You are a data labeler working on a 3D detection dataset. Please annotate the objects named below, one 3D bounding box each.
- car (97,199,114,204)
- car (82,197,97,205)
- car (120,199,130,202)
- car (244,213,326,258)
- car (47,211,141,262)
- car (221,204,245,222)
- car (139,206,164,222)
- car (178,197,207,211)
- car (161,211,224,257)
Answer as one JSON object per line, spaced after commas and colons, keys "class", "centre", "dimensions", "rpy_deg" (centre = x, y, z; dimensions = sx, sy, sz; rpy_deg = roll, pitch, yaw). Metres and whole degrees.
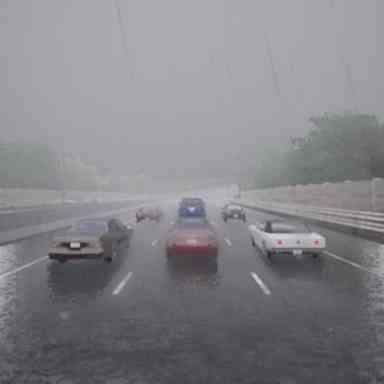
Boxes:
{"class": "car", "centre": [-16.684, 2.084, 65.801], "dimensions": [1.994, 1.385, 4.181], "rpy_deg": [0, 0, 2]}
{"class": "car", "centre": [-20.183, 1.881, 65.895], "dimensions": [2.097, 1.767, 4.553], "rpy_deg": [0, -1, 2]}
{"class": "car", "centre": [-13.197, 2.129, 65.544], "dimensions": [1.895, 1.301, 4.718], "rpy_deg": [0, -1, 2]}
{"class": "car", "centre": [3.507, 1.720, 13.239], "dimensions": [1.895, 1.301, 4.718], "rpy_deg": [0, 0, 0]}
{"class": "car", "centre": [-3.500, 1.660, 12.510], "dimensions": [2.033, 1.411, 5.357], "rpy_deg": [0, 0, 0]}
{"class": "car", "centre": [3.542, 1.764, 28.851], "dimensions": [1.812, 1.442, 4.674], "rpy_deg": [0, 0, 1]}
{"class": "car", "centre": [-3.473, 1.834, 28.211], "dimensions": [1.895, 1.301, 4.718], "rpy_deg": [0, 0, 1]}
{"class": "car", "centre": [0.016, 1.453, 27.524], "dimensions": [2.150, 2.045, 5.566], "rpy_deg": [0, 0, 1]}
{"class": "car", "centre": [0.011, 1.685, 13.473], "dimensions": [1.994, 1.385, 4.181], "rpy_deg": [0, 0, 0]}
